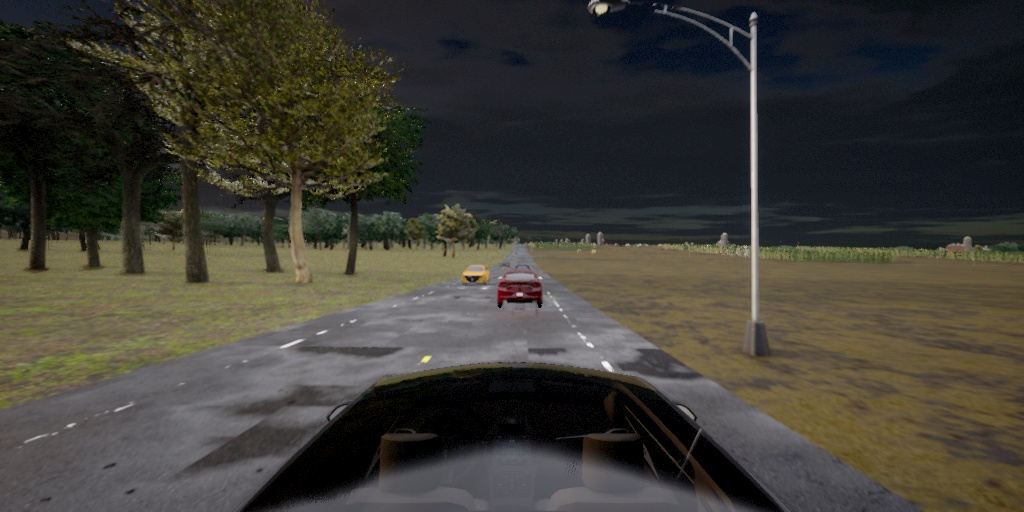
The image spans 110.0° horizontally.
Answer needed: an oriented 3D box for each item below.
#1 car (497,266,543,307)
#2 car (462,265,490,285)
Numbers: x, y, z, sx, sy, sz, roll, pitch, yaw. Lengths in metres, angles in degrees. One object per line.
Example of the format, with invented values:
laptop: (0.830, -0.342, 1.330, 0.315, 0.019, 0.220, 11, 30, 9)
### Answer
car: (0.379, 1.388, 16.628, 1.882, 1.535, 5.008, 0, -1, 2)
car: (-2.900, 1.491, 29.527, 1.882, 1.535, 5.008, 0, 0, 2)
